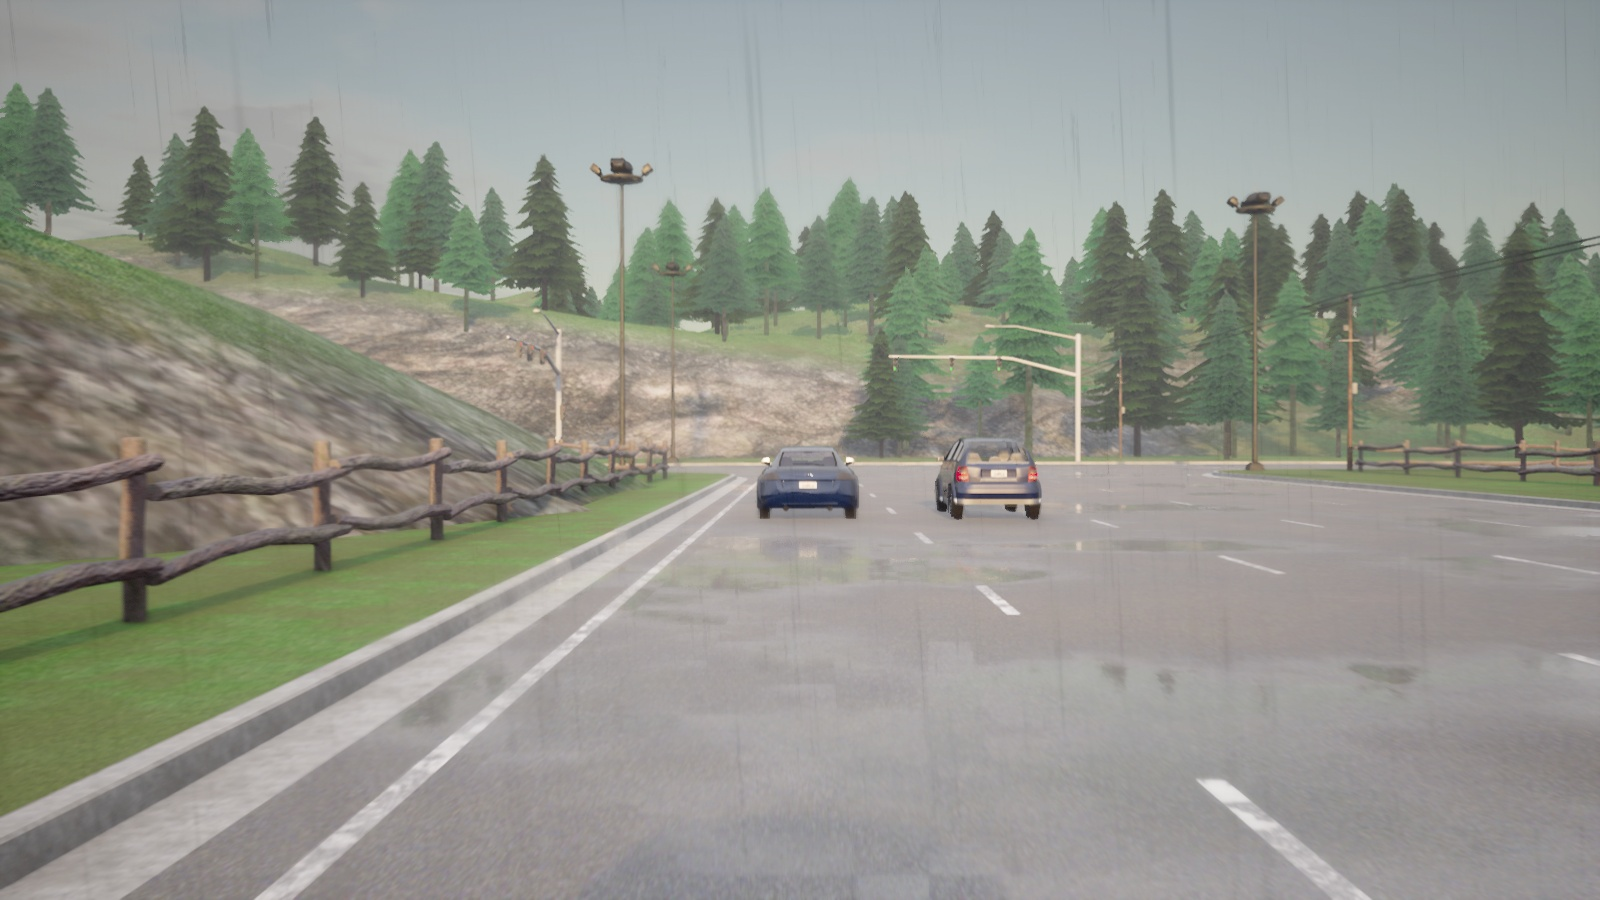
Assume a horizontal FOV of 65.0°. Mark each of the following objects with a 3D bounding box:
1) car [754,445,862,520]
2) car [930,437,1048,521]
[{"bbox_3d":[0.159,0.594,25.371,1.994,1.385,4.181,0,0,0],"label":"car"},{"bbox_3d":[3.656,0.516,24.863,1.789,1.549,3.705,0,1,0],"label":"car"}]
